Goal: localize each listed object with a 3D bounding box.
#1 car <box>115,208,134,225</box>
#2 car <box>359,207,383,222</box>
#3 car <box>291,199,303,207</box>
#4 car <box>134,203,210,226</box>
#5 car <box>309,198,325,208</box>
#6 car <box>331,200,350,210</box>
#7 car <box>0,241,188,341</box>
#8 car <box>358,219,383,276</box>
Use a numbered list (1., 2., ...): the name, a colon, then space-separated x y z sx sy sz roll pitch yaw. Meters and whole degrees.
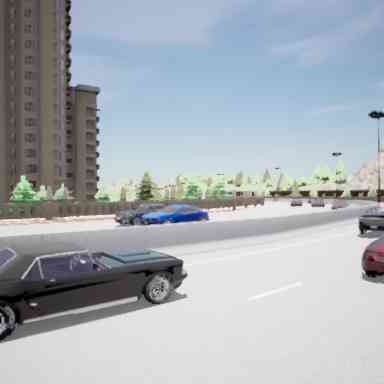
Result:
1. car: -3.282 1.628 24.368 4.892 1.490 1.837 0 0 -45
2. car: 10.880 1.571 18.613 2.128 1.511 4.902 0 0 43
3. car: 18.578 1.985 58.835 1.994 1.385 4.181 0 -1 19
4. car: -0.996 1.584 21.722 5.008 1.535 1.882 0 0 -44
5. car: 21.411 1.740 56.346 2.097 1.767 4.553 0 -1 20
6. car: 18.826 1.772 42.024 1.812 1.442 4.674 0 -1 28
7. car: -2.414 1.632 6.487 4.718 1.301 1.895 0 0 -37
8. car: 6.507 1.598 9.370 4.181 1.385 1.994 0 0 -41
